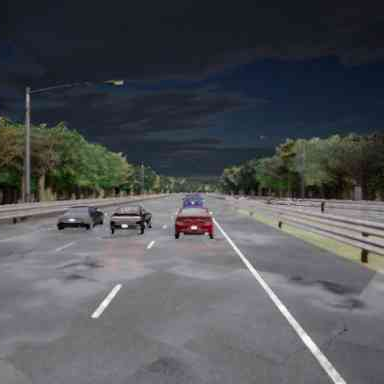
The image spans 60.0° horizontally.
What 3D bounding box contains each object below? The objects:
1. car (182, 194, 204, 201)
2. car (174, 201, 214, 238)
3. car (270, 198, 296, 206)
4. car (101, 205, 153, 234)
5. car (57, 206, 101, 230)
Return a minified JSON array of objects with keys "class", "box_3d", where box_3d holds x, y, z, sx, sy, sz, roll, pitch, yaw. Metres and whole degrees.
[{"class":"car","box_3d":[0.091,1.244,36.908,2.150,2.045,5.566,0,0,0]},{"class":"car","box_3d":[0.096,1.487,17.745,1.882,1.535,5.008,0,0,0]},{"class":"car","box_3d":[12.994,1.606,47.759,1.882,1.535,5.008,0,0,-14]},{"class":"car","box_3d":[-3.403,1.501,19.265,2.128,1.511,4.902,0,0,0]},{"class":"car","box_3d":[-6.905,1.557,21.128,1.994,1.385,4.181,0,1,0]}]
